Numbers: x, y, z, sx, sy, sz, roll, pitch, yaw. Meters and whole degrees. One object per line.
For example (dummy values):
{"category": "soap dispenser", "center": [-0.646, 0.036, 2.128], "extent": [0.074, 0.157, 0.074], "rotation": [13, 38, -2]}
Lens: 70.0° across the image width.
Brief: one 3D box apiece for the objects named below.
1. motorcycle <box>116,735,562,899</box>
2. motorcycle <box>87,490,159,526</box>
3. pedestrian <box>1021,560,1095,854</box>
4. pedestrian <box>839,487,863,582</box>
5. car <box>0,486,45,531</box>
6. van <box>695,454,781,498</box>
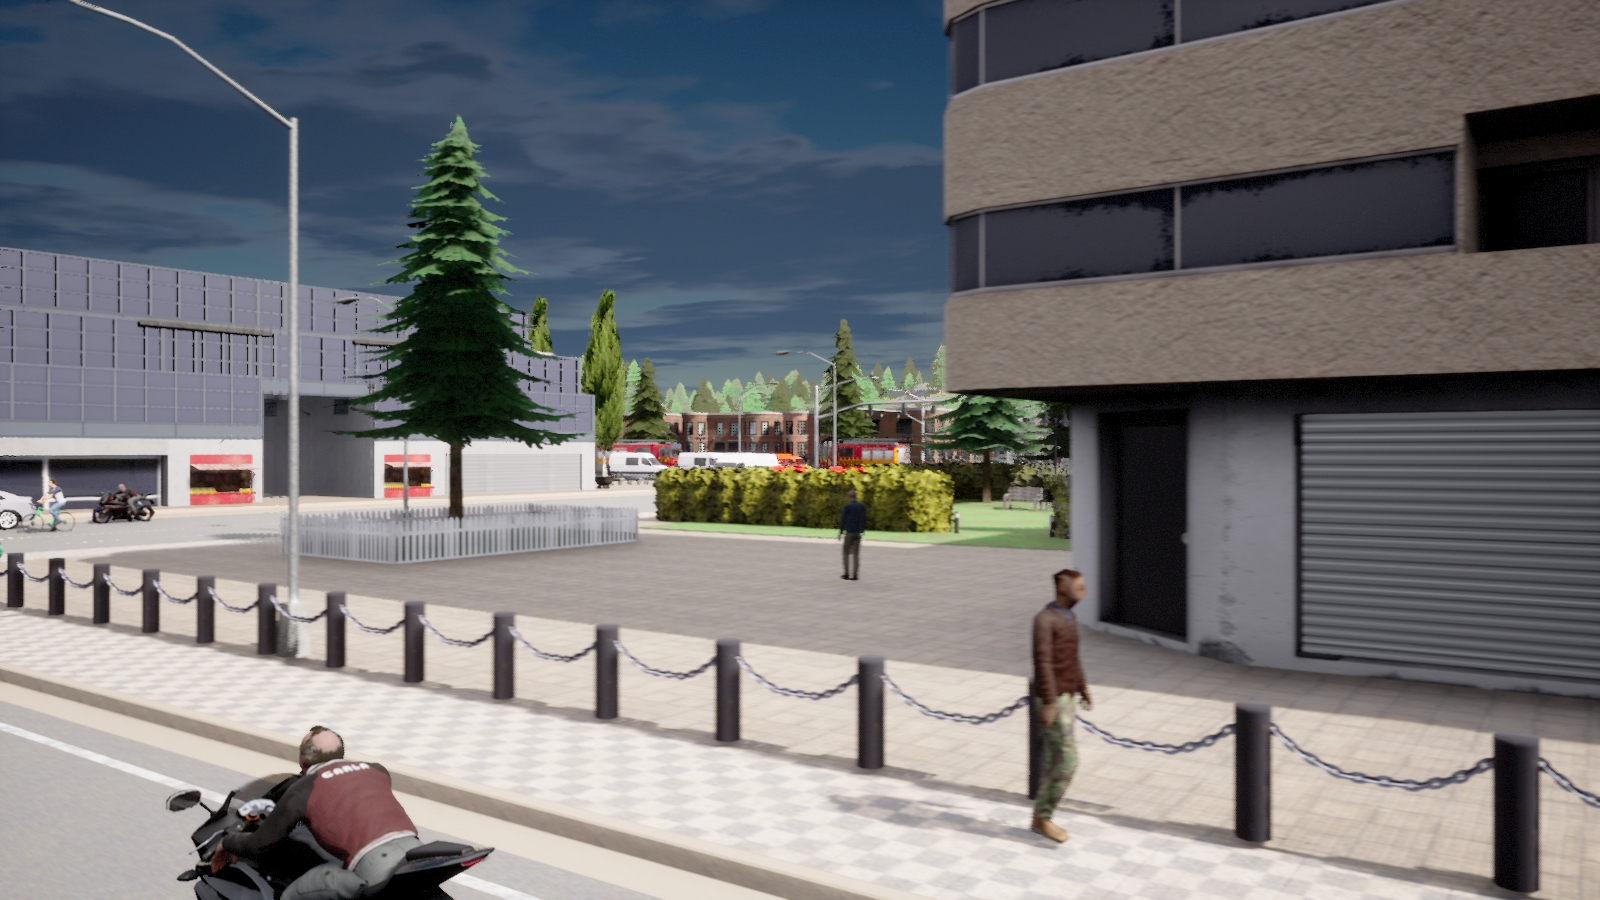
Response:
{"category": "motorcycle", "center": [-2.205, 2.204, 5.327], "extent": [2.209, 1.251, 0.867], "rotation": [0, 0, 35]}
{"category": "motorcycle", "center": [-25.965, 2.201, 43.830], "extent": [0.867, 1.251, 2.209], "rotation": [0, 0, 35]}
{"category": "pedestrian", "center": [1.739, 1.696, 7.691], "extent": [0.375, 1.860, 0.375], "rotation": [0, 0, 33]}
{"category": "pedestrian", "center": [1.015, 1.676, 22.746], "extent": [0.375, 1.860, 0.375], "rotation": [0, 0, -20]}
{"category": "car", "center": [-29.166, 2.057, 39.268], "extent": [2.231, 1.480, 4.892], "rotation": [0, 0, 35]}
{"category": "van", "center": [-3.681, 1.530, 69.392], "extent": [1.988, 2.561, 5.915], "rotation": [0, 0, 35]}
